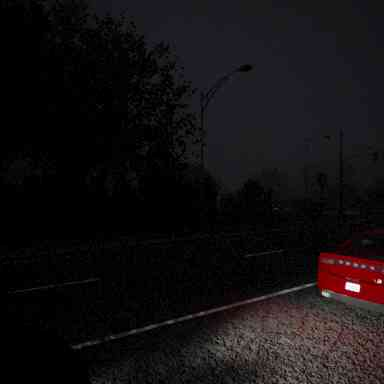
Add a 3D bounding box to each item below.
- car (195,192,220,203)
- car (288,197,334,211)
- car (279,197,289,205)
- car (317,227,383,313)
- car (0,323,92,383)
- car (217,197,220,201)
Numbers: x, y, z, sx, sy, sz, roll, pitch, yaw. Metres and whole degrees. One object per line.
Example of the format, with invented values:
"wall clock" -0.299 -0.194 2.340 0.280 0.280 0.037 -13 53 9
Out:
"car" 2.940 1.053 65.090 2.150 2.045 5.566 0 1 -33
"car" 14.463 1.478 39.831 1.882 1.535 5.008 0 0 -33
"car" 15.449 1.485 51.780 2.128 1.511 4.902 0 0 -32
"car" 4.771 1.478 7.128 5.008 1.535 1.882 0 0 -35
"car" -2.980 1.492 1.628 4.902 1.511 2.128 0 0 -35
"car" 3.913 1.454 56.641 1.812 1.442 4.674 0 1 -32
